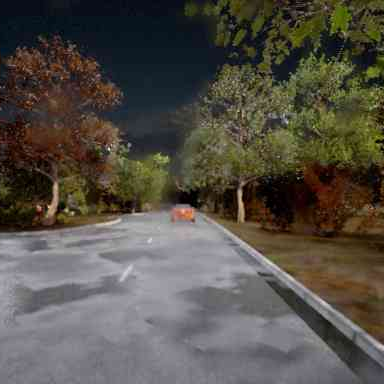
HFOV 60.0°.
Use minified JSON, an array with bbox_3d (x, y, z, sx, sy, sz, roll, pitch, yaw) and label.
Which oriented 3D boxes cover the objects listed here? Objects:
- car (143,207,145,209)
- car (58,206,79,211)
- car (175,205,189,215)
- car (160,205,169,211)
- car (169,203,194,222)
[{"bbox_3d":[-12.877,3.862,78.358,4.674,1.442,1.812,-1,-3,20],"label":"car"},{"bbox_3d":[-30.234,4.160,81.950,5.357,1.411,2.033,-1,-3,10],"label":"car"},{"bbox_3d":[-1.461,2.675,50.334,1.994,1.385,4.181,0,-2,-2],"label":"car"},{"bbox_3d":[-5.535,3.729,77.035,1.837,1.490,4.892,2,-4,-39],"label":"car"},{"bbox_3d":[-0.876,1.865,31.857,2.097,1.767,4.553,0,-1,-2],"label":"car"}]
